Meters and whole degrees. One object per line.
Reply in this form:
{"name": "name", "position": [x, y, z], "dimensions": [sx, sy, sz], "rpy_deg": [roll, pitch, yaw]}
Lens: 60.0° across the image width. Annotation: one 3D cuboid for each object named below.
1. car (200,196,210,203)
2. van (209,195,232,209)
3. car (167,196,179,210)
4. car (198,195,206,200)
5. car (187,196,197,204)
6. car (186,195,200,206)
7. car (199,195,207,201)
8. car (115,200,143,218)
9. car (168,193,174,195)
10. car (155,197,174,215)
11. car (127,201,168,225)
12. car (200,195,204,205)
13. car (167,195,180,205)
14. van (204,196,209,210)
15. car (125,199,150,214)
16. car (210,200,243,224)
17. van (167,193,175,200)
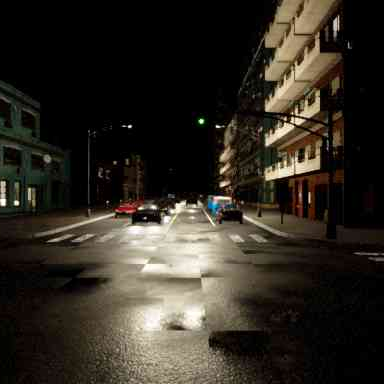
{"name": "car", "position": [2.663, 1.527, 68.981], "dimensions": [1.947, 1.339, 4.313], "rpy_deg": [1, 0, 0]}
{"name": "van", "position": [2.687, 1.335, 29.915], "dimensions": [1.690, 1.788, 3.998], "rpy_deg": [1, 0, 0]}
{"name": "car", "position": [-3.110, 1.552, 42.770], "dimensions": [1.994, 1.385, 4.181], "rpy_deg": [0, 0, 0]}
{"name": "car", "position": [2.651, 1.478, 91.304], "dimensions": [2.008, 1.369, 4.403], "rpy_deg": [1, 0, 0]}
{"name": "car", "position": [-0.038, 1.493, 64.241], "dimensions": [1.812, 1.442, 4.674], "rpy_deg": [0, 0, 0]}
{"name": "car", "position": [-0.031, 1.456, 53.818], "dimensions": [1.882, 1.535, 5.008], "rpy_deg": [0, 0, 0]}
{"name": "car", "position": [2.657, 1.490, 80.143], "dimensions": [1.887, 1.381, 4.507], "rpy_deg": [1, 0, 0]}
{"name": "car", "position": [-5.697, 1.576, 29.875], "dimensions": [1.802, 1.307, 4.206], "rpy_deg": [1, 0, 0]}
{"name": "car", "position": [-5.726, 1.503, 85.677], "dimensions": [1.947, 1.339, 4.313], "rpy_deg": [1, 0, 0]}
{"name": "car", "position": [-3.112, 1.519, 32.576], "dimensions": [1.812, 1.442, 4.674], "rpy_deg": [0, 0, 0]}
{"name": "car", "position": [-3.103, 1.561, 24.104], "dimensions": [1.994, 1.385, 4.181], "rpy_deg": [0, 0, 0]}
{"name": "car", "position": [2.672, 1.506, 52.408], "dimensions": [1.752, 1.417, 4.829], "rpy_deg": [1, 0, 0]}
{"name": "car", "position": [-3.033, 1.627, 58.376], "dimensions": [1.895, 1.301, 4.718], "rpy_deg": [0, 0, 0]}
{"name": "van", "position": [2.681, 1.330, 41.077], "dimensions": [1.690, 1.788, 3.998], "rpy_deg": [1, 0, 0]}
{"name": "car", "position": [-5.699, 1.536, 35.456], "dimensions": [1.887, 1.381, 4.507], "rpy_deg": [1, 0, 0]}
{"name": "car", "position": [2.688, 1.547, 24.335], "dimensions": [2.008, 1.369, 4.403], "rpy_deg": [1, 0, 0]}
{"name": "van", "position": [-5.726, 1.269, 91.257], "dimensions": [1.690, 1.788, 3.998], "rpy_deg": [1, 0, 0]}
